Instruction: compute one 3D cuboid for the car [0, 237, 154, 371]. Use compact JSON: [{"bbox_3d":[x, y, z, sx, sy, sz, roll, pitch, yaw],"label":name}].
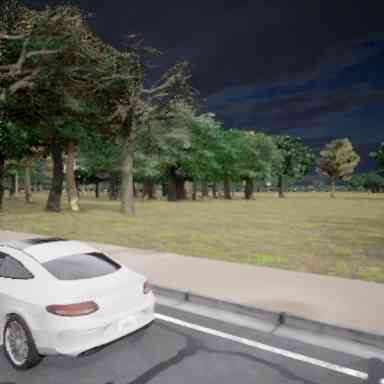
[{"bbox_3d":[-2.708,1.510,5.617,4.674,1.442,1.812,0,0,35],"label":"car"}]
